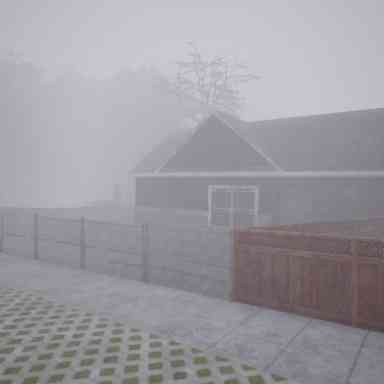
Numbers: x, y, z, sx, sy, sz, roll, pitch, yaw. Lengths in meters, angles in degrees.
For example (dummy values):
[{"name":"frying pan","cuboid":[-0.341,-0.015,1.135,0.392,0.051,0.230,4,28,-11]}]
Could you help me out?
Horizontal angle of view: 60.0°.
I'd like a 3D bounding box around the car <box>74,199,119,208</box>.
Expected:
[{"name":"car","cuboid":[-9.614,1.482,33.649,1.837,1.490,4.892,2,2,35]}]
